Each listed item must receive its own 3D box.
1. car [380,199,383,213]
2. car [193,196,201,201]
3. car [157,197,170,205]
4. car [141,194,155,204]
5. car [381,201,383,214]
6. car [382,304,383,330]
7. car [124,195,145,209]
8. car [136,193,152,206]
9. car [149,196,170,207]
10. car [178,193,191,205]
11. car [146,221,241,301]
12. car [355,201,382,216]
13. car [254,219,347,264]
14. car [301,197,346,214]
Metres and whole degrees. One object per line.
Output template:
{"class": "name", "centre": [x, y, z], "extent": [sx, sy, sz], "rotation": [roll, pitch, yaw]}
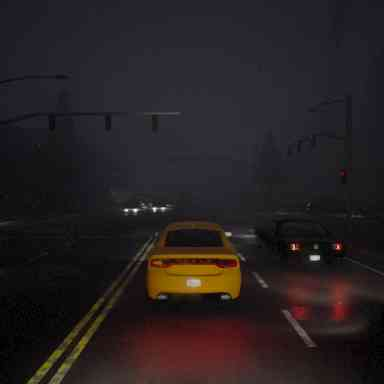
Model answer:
{"class": "car", "centre": [23.061, 1.526, 35.763], "extent": [4.674, 1.442, 1.812], "rotation": [0, 0, -2]}
{"class": "car", "centre": [1.308, 1.595, 88.165], "extent": [1.895, 1.301, 4.718], "rotation": [0, 0, -1]}
{"class": "car", "centre": [-5.027, 1.564, 59.730], "extent": [1.994, 1.385, 4.181], "rotation": [0, 0, -1]}
{"class": "car", "centre": [-8.640, 1.352, 65.508], "extent": [2.097, 1.767, 4.553], "rotation": [0, 0, -1]}
{"class": "car", "centre": [17.618, 1.548, 24.909], "extent": [5.357, 1.411, 2.033], "rotation": [0, 0, -2]}
{"class": "car", "centre": [3.598, 1.478, 2.663], "extent": [1.882, 1.535, 5.008], "rotation": [0, 0, 0]}
{"class": "car", "centre": [-8.207, 1.564, 46.388], "extent": [1.994, 1.385, 4.181], "rotation": [0, 0, -1]}
{"class": "car", "centre": [-8.439, 1.221, 55.708], "extent": [2.150, 2.045, 5.566], "rotation": [0, 0, -1]}
{"class": "car", "centre": [-4.792, 1.564, 49.700], "extent": [1.994, 1.385, 4.181], "rotation": [0, 0, -2]}
{"class": "car", "centre": [-1.392, 1.221, 61.211], "extent": [2.150, 2.045, 5.566], "rotation": [0, 0, -2]}
{"class": "car", "centre": [0.034, 1.478, 8.429], "extent": [1.882, 1.535, 5.008], "rotation": [0, 0, 0]}
{"class": "car", "centre": [18.774, 1.547, 32.151], "extent": [5.357, 1.411, 2.033], "rotation": [0, 0, -2]}
{"class": "car", "centre": [3.502, 1.601, 11.753], "extent": [1.895, 1.301, 4.718], "rotation": [0, 0, -1]}
{"class": "car", "centre": [14.084, 1.352, 35.517], "extent": [4.553, 1.767, 2.097], "rotation": [0, 0, -2]}
